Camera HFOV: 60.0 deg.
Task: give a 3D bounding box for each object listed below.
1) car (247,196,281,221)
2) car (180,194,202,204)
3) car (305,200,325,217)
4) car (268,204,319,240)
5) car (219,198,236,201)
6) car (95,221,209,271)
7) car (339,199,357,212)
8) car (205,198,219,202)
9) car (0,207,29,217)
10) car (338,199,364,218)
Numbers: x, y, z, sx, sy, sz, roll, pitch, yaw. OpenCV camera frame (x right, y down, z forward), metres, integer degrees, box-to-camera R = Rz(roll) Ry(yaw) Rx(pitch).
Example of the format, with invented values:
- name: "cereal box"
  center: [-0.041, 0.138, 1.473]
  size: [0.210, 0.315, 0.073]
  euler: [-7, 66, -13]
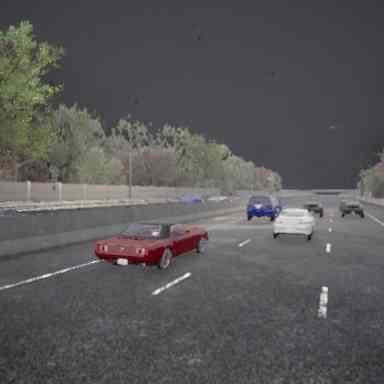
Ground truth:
- name: "car"
  center: [6.191, 1.316, 28.207]
  size: [2.150, 2.045, 5.566]
  euler: [0, 0, 23]
- name: "car"
  center: [-0.103, 1.432, 58.557]
  size: [2.150, 2.045, 5.566]
  euler: [0, 0, 23]
- name: "car"
  center: [12.039, 1.613, 32.999]
  size: [1.837, 1.490, 4.892]
  euler: [0, 0, 23]
- name: "car"
  center: [5.463, 1.583, 17.543]
  size: [1.812, 1.442, 4.674]
  euler: [0, 0, 23]
- name: "car"
  center: [6.632, 1.767, 56.498]
  size: [1.994, 1.385, 4.181]
  euler: [0, 0, 23]
- name: "car"
  center: [-1.032, 1.638, 11.215]
  size: [1.895, 1.301, 4.718]
  euler: [0, 0, 23]
- name: "car"
  center: [19.223, 1.643, 41.168]
  size: [1.837, 1.490, 4.892]
  euler: [0, 0, 23]
- name: "car"
  center: [3.686, 1.736, 58.505]
  size: [1.812, 1.442, 4.674]
  euler: [0, -1, 23]
- name: "car"
  center: [-10.076, 1.624, 17.295]
  size: [1.994, 1.385, 4.181]
  euler: [0, 0, 23]
- name: "car"
  center: [15.350, 1.610, 31.940]
  size: [1.837, 1.490, 4.892]
  euler: [0, 0, 23]
